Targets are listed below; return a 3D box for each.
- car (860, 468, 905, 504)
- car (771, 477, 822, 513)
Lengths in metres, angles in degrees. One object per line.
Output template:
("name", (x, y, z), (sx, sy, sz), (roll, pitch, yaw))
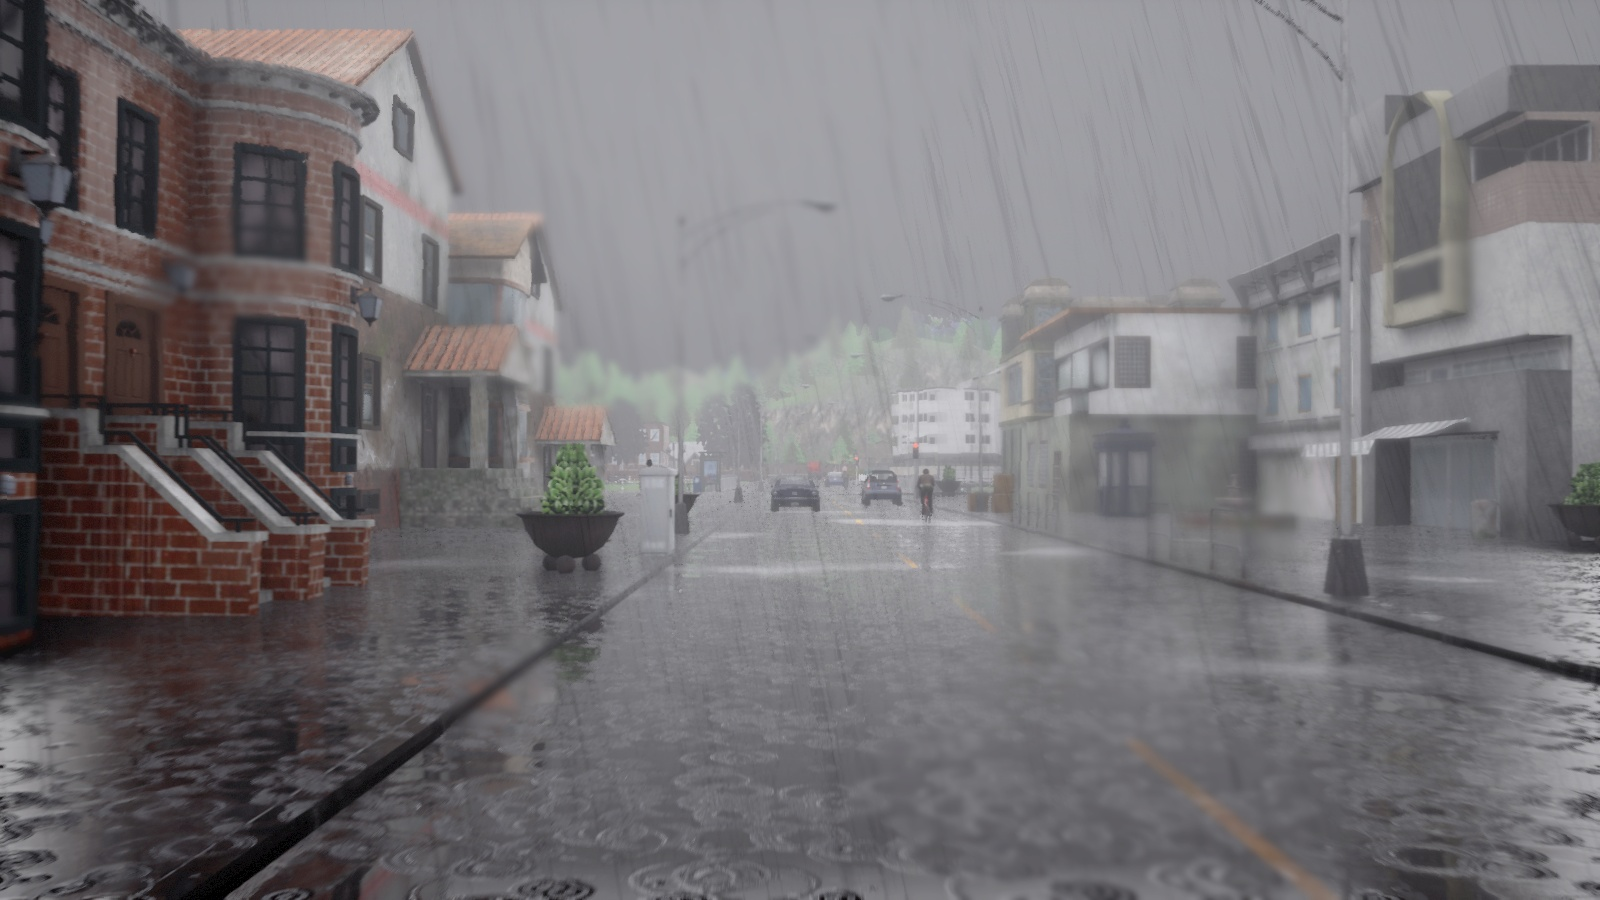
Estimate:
("car", (3.819, 1.680, 58.729), (1.851, 1.617, 3.988), (0, -1, 0))
("car", (-0.143, 1.738, 49.127), (1.895, 1.301, 4.718), (0, -1, 0))
